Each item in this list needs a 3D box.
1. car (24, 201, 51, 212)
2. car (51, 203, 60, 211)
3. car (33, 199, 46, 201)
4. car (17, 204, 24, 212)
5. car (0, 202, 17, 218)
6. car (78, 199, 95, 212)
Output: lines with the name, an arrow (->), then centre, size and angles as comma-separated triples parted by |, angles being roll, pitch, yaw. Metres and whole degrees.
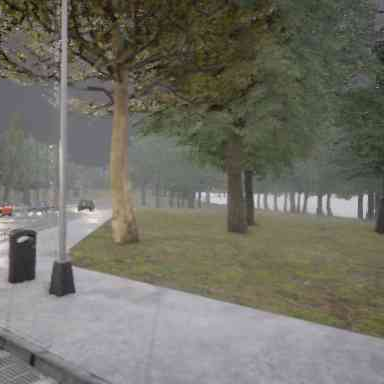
car -> -23.711, 2.433, 51.165 | 1.994, 1.385, 4.181 | 1, -2, -9
car -> -25.437, 2.757, 61.400 | 1.895, 1.301, 4.718 | 1, -2, -9
car -> -28.903, 2.398, 62.460 | 2.150, 2.045, 5.566 | 1, -2, -10
car -> -27.096, 2.469, 51.745 | 1.895, 1.301, 4.718 | 1, -2, -9
car -> -21.209, 1.850, 36.144 | 2.097, 1.767, 4.553 | 1, -1, -9
car -> -18.092, 2.288, 57.019 | 2.150, 2.045, 5.566 | 1, -2, -10
